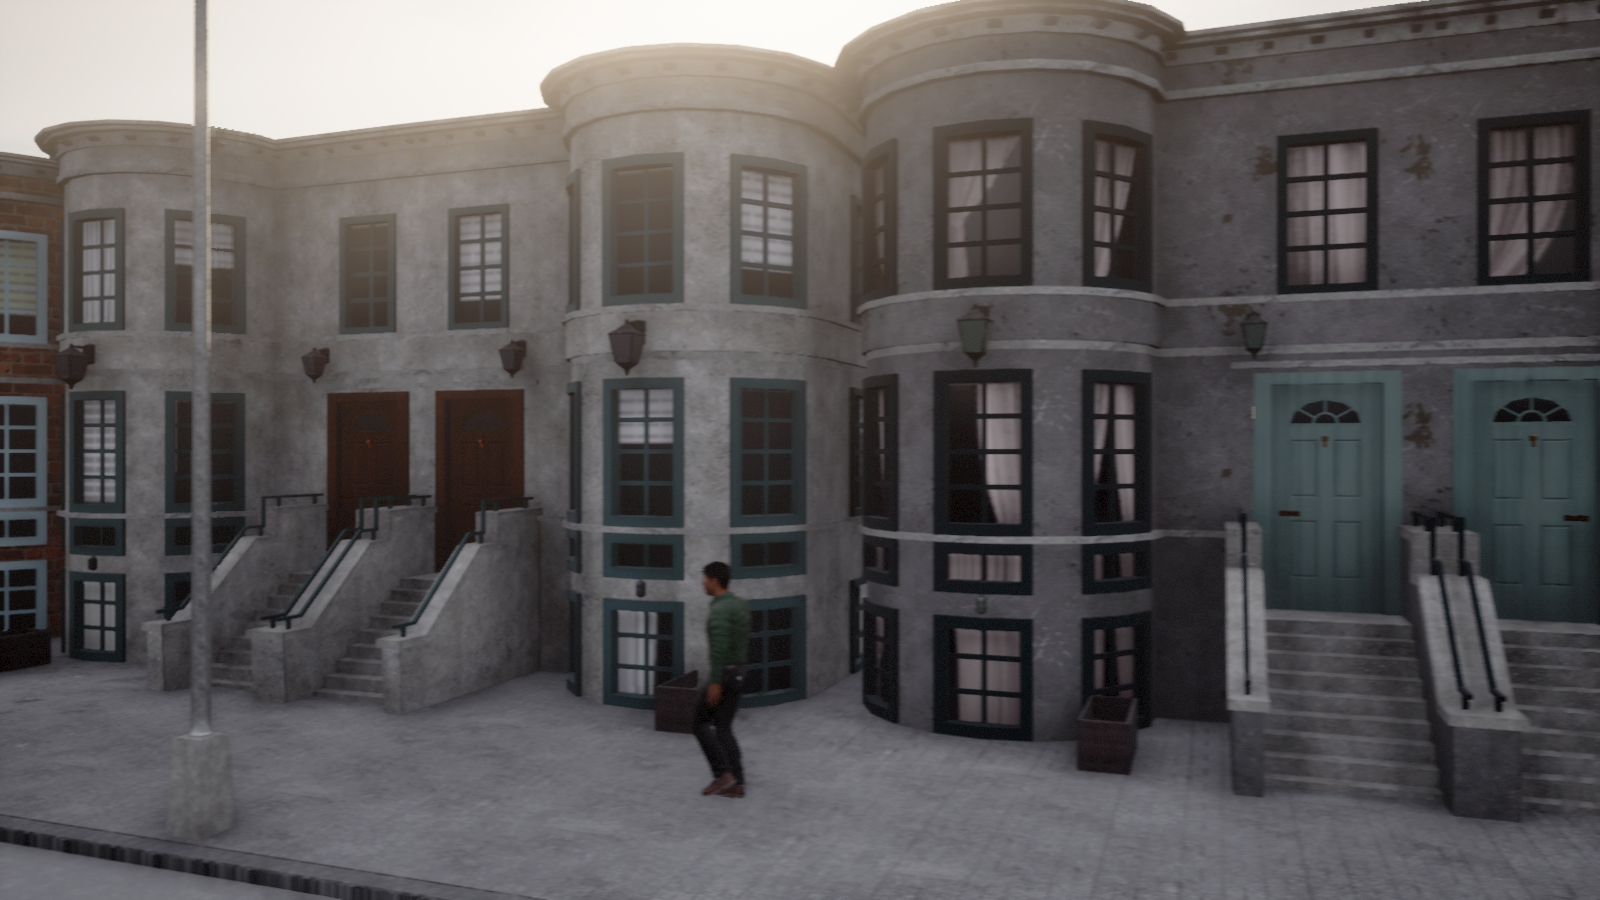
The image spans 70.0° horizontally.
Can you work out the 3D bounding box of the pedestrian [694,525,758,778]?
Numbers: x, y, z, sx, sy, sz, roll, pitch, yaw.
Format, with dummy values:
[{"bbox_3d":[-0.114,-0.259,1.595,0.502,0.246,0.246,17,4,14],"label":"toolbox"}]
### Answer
[{"bbox_3d":[-0.566,1.526,8.792,0.375,1.860,0.375,0,0,21],"label":"pedestrian"}]
